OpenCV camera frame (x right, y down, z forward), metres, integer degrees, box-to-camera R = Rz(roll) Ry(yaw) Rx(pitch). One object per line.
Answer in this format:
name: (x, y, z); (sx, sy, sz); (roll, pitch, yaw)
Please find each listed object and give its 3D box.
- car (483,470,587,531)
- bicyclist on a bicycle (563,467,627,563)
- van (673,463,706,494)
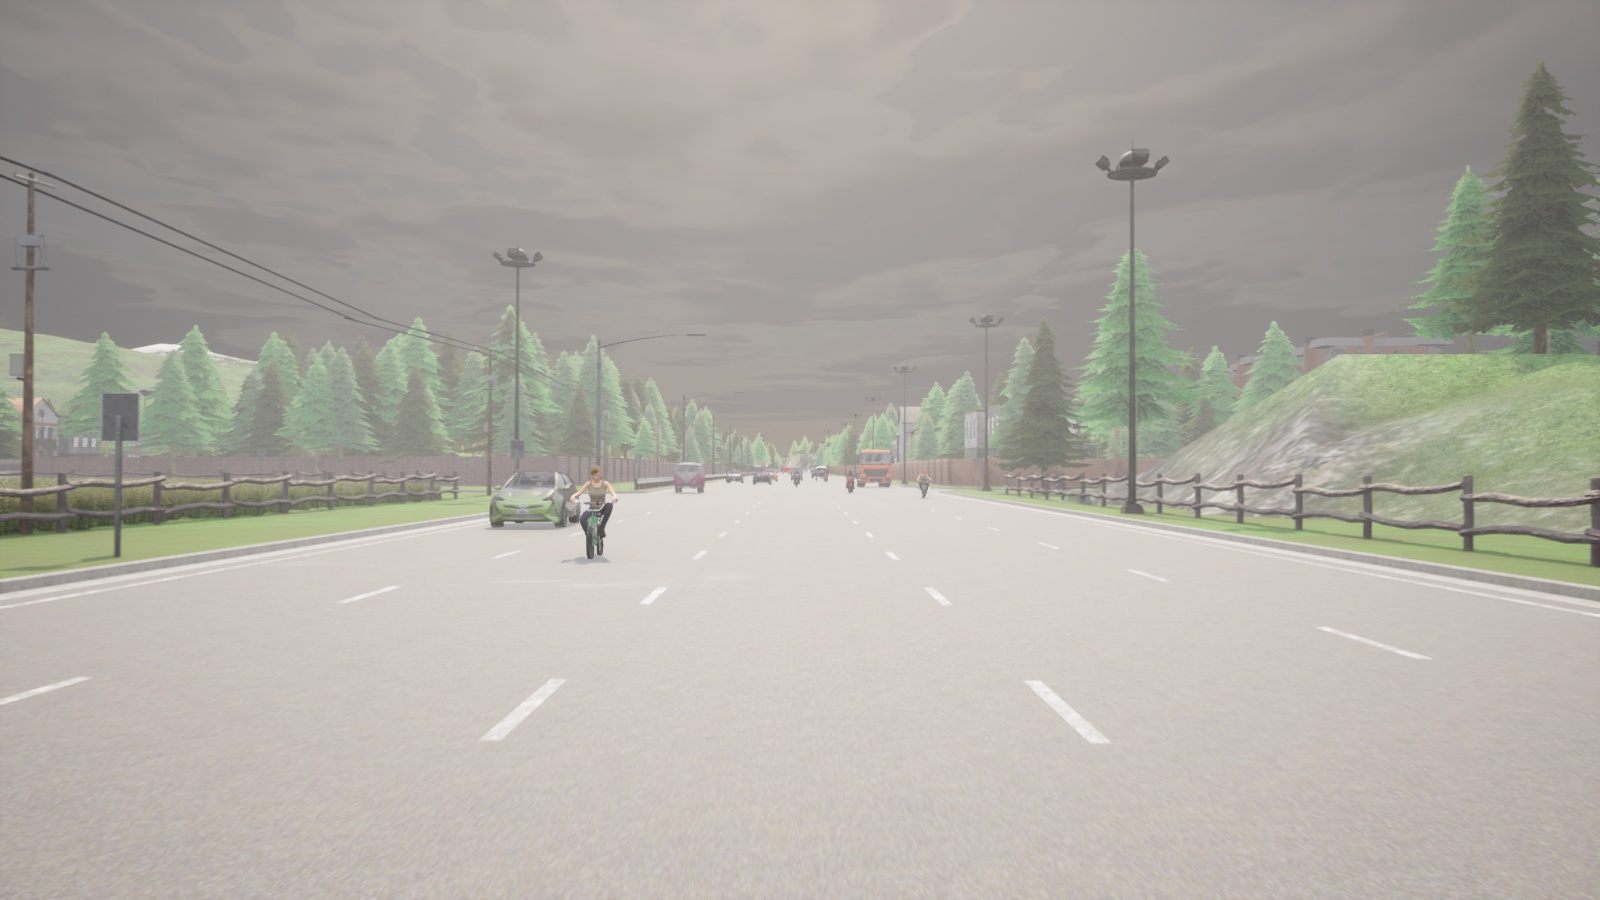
car: (-7.118, 1.316, 34.140); (2.007, 1.525, 4.514); (0, -1, -2)
bicyclist on a bicycle: (-3.549, 1.101, 21.838); (0.866, 1.612, 1.509); (0, -1, 0)
van: (-7.199, 1.862, 81.933); (1.775, 1.987, 4.442); (0, -1, 0)
